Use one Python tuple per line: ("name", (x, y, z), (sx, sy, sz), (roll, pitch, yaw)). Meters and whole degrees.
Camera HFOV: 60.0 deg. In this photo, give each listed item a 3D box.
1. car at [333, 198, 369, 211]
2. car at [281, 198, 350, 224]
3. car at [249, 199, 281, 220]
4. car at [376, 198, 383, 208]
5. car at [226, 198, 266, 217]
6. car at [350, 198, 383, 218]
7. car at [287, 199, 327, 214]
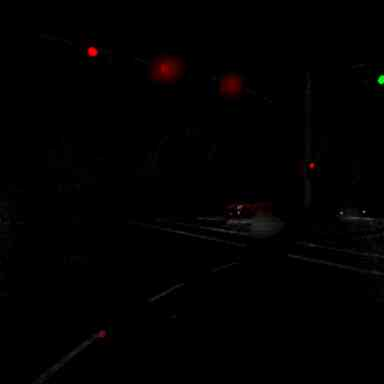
("car", (19.394, 1.484, 40.502), (4.674, 1.442, 1.812), (0, 0, -35))
("car", (9.232, 1.469, 24.700), (4.902, 1.511, 2.128), (0, 0, -36))
("car", (7.635, 1.524, 27.904), (5.357, 1.411, 2.033), (0, 0, -35))
("car", (27.806, 1.548, 46.418), (4.718, 1.301, 1.895), (0, 0, -35))
("car", (5.230, 1.329, 30.443), (4.553, 1.767, 2.097), (0, 0, -35))
("car", (16.484, 1.531, 29.865), (4.181, 1.385, 1.994), (0, 0, -35))
("car", (12.259, 1.532, 35.452), (4.181, 1.385, 1.994), (0, 0, -36))
